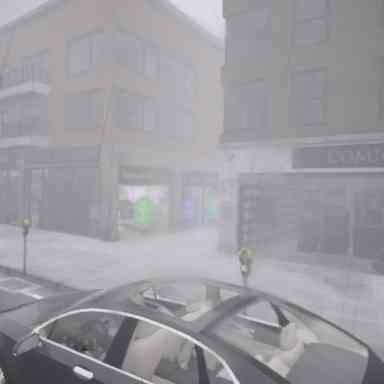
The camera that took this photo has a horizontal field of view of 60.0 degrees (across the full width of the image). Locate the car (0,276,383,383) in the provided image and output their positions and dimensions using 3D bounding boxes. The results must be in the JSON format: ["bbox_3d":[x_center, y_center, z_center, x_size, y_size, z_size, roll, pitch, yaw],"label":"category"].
[{"bbox_3d":[-0.322,1.505,3.068,4.403,1.369,2.008,2,1,35],"label":"car"}]
